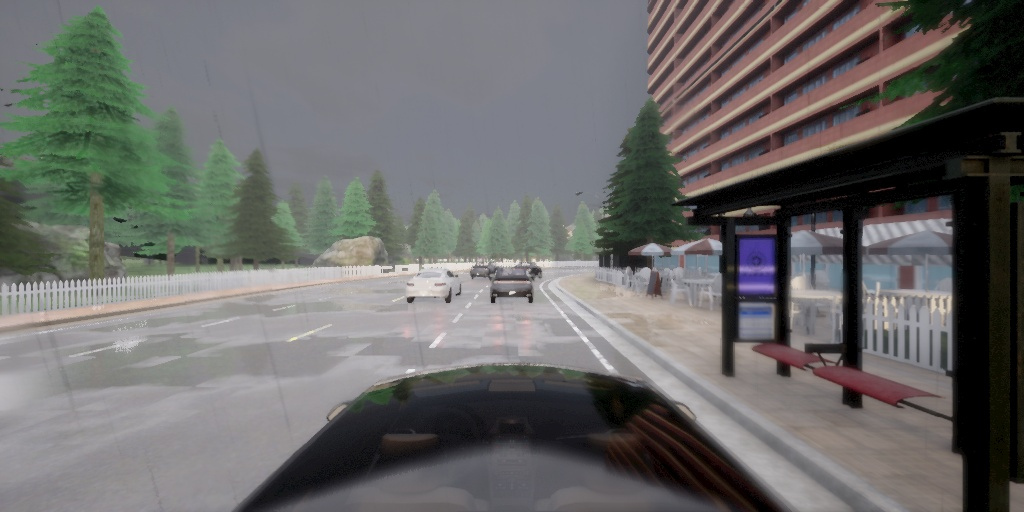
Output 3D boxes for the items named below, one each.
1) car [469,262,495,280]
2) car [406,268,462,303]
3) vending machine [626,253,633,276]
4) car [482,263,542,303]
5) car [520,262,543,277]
[{"bbox_3d":[-2.061,1.245,30.891,2.128,1.511,4.902,0,0,16],"label":"car"},{"bbox_3d":[-3.500,1.283,16.500,1.812,1.442,4.674,0,0,0],"label":"car"},{"bbox_3d":[12.875,0.944,40.970,1.100,2.100,0.880,0,0,42],"label":"vending machine"},{"bbox_3d":[0.000,1.245,16.500,2.128,1.511,4.902,0,0,0],"label":"car"},{"bbox_3d":[1.309,1.245,29.946,2.128,1.511,4.902,0,0,16],"label":"car"}]
